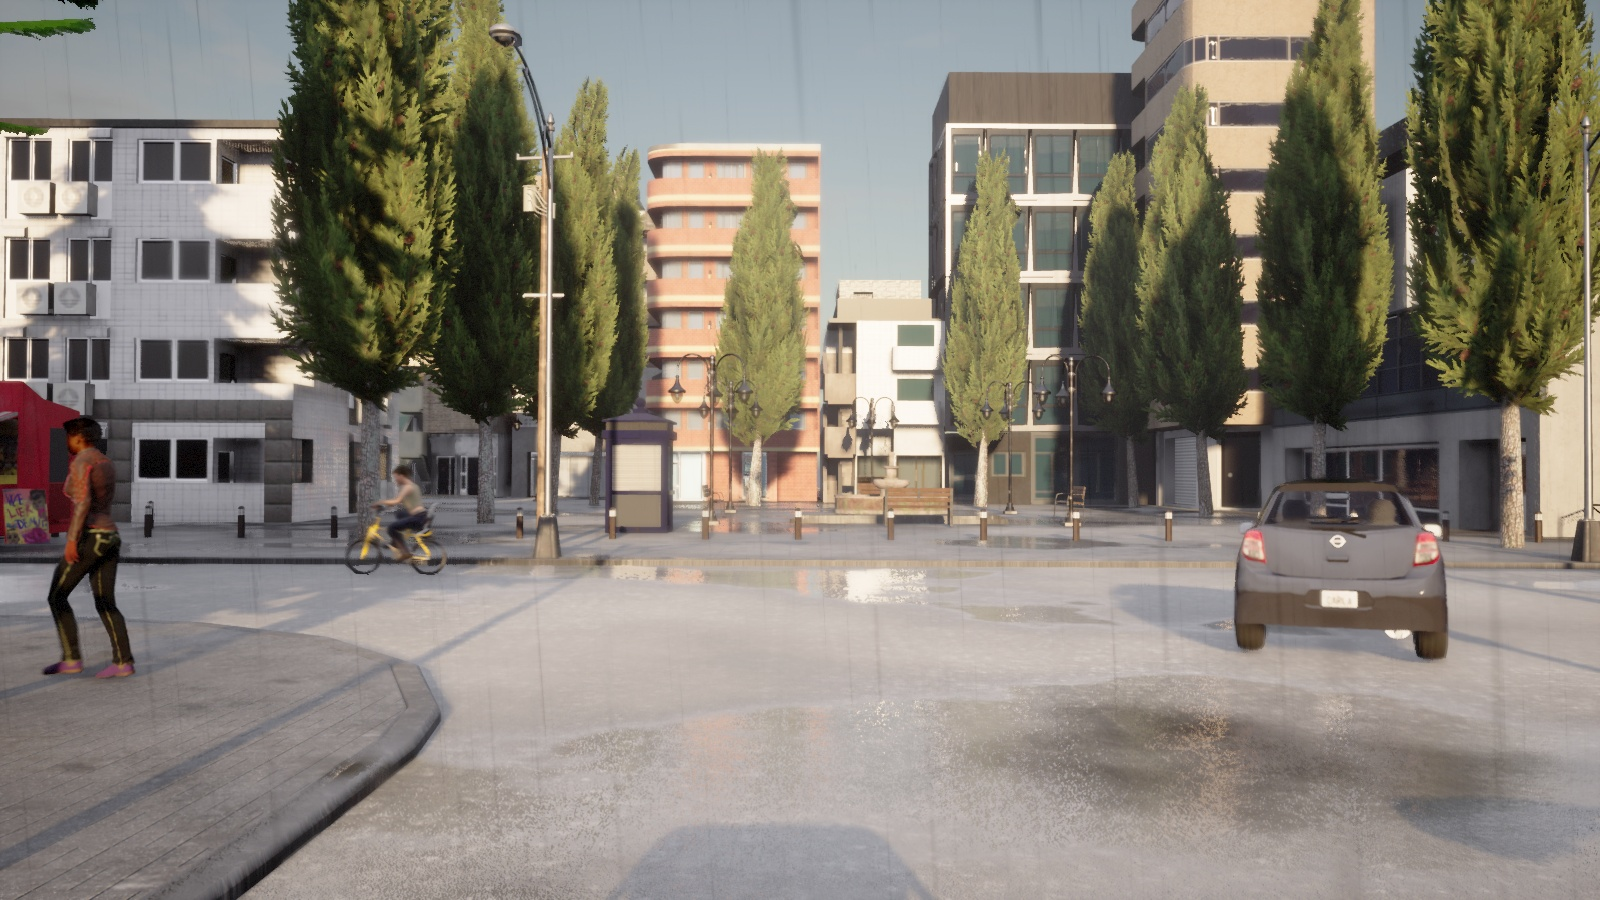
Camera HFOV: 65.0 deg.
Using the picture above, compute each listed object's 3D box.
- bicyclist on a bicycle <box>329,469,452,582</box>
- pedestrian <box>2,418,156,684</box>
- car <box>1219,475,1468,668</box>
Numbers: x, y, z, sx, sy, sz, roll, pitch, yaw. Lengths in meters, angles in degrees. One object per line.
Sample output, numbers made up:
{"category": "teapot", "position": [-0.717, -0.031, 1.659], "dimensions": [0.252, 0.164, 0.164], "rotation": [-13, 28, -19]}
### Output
{"category": "bicyclist on a bicycle", "position": [-5.990, 1.084, 18.434], "dimensions": [1.509, 1.612, 0.866], "rotation": [0, -1, 2]}
{"category": "pedestrian", "position": [-4.980, 0.690, 8.691], "dimensions": [0.869, 1.805, 0.328], "rotation": [0, -1, 1]}
{"category": "car", "position": [5.148, 1.008, 11.951], "dimensions": [1.845, 1.501, 3.633], "rotation": [-1, -1, 24]}
